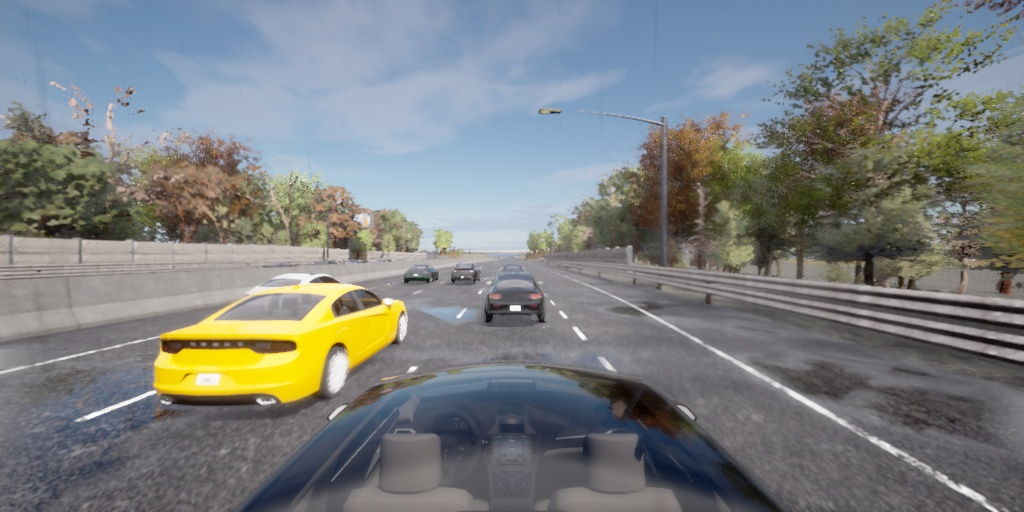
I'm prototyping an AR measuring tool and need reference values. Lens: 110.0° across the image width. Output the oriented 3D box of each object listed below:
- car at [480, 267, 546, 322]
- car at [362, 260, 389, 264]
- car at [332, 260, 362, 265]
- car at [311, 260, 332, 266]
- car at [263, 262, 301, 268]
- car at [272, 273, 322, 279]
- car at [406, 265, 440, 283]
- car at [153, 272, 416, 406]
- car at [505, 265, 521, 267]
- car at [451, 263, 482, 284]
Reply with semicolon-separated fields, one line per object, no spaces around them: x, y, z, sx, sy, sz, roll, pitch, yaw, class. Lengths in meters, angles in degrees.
0.095;1.284;12.222;1.812;1.442;4.674;0;0;0;car
-17.593;1.306;47.972;2.128;1.511;4.902;0;0;0;car
-21.102;1.302;47.316;2.128;1.511;4.902;0;0;0;car
-24.598;1.314;47.106;1.837;1.490;4.892;0;0;0;car
-28.102;1.405;43.848;1.895;1.301;4.718;0;0;0;car
-6.904;1.284;12.120;1.812;1.442;4.674;0;0;0;car
-6.911;1.342;27.798;1.994;1.385;4.181;0;0;0;car
-3.403;1.231;6.496;1.882;1.535;5.008;0;0;0;car
0.089;1.342;27.849;1.994;1.385;4.181;0;0;0;car
-3.412;1.269;27.184;2.128;1.511;4.902;0;0;0;car
